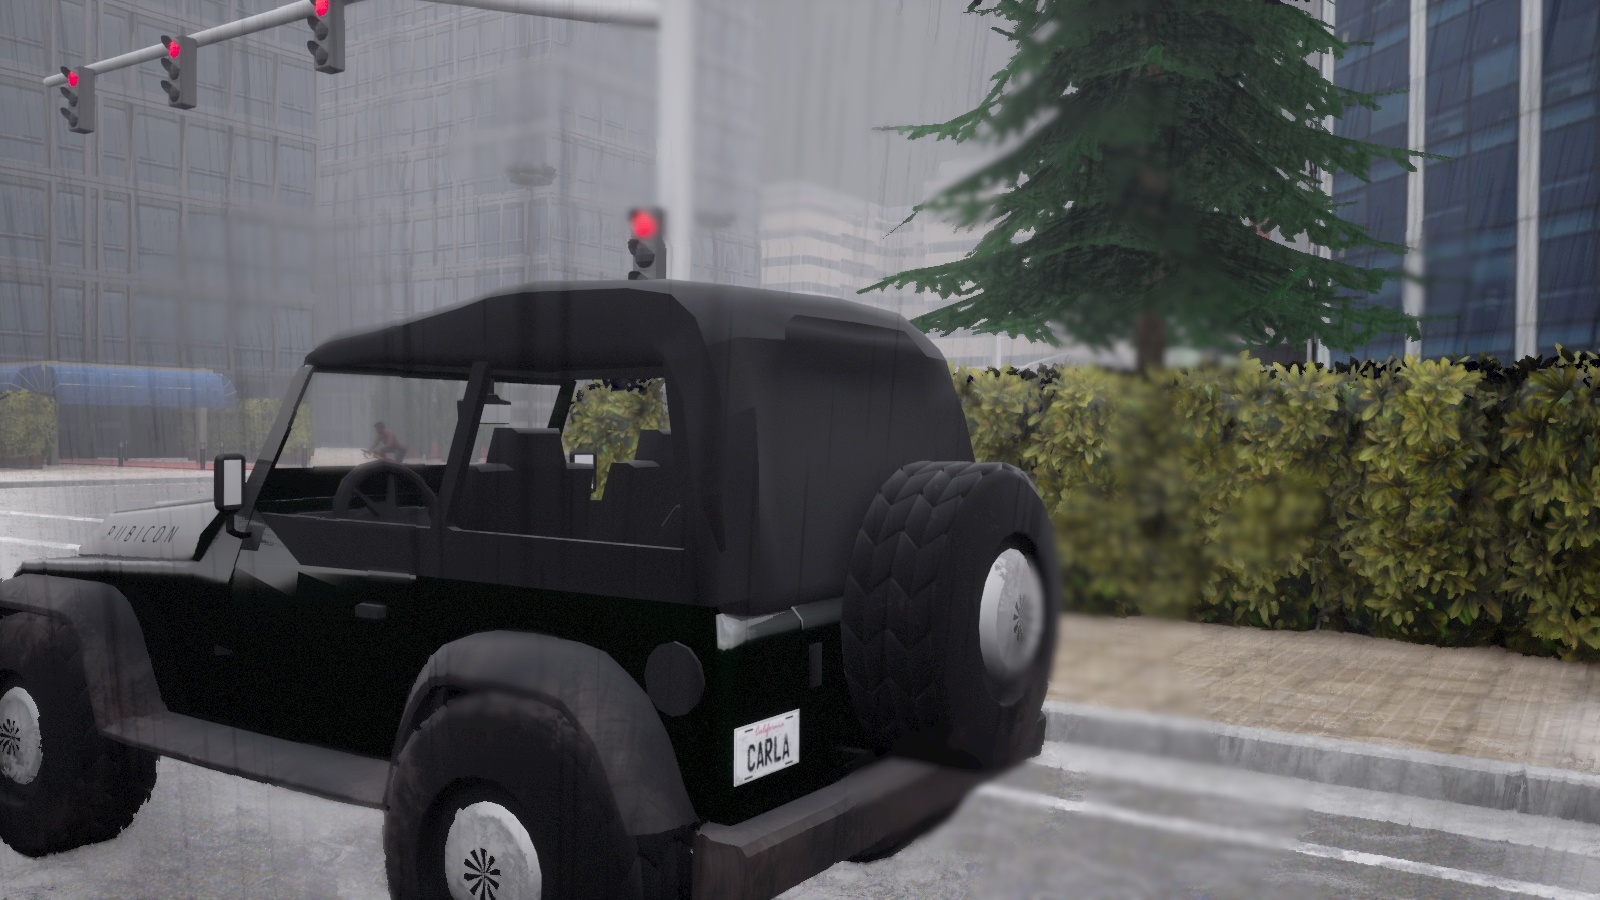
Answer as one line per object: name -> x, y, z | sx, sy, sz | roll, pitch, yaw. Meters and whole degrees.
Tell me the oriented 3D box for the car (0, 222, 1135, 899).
car -> -1.061, 0.478, 4.325 | 3.866, 1.878, 1.905 | 0, 1, 34
